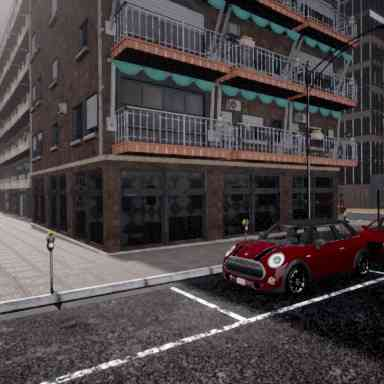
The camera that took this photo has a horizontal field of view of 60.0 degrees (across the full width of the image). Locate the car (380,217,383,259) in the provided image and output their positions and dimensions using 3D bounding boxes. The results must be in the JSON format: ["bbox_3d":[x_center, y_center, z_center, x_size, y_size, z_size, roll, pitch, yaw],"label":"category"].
[{"bbox_3d":[7.198,1.543,11.687,4.507,1.381,1.887,0,-1,-35],"label":"car"}]

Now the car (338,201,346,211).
[{"bbox_3d":[16.482,1.745,40.570,1.967,1.590,4.097,-2,0,-36],"label":"car"}]

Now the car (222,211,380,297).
[{"bbox_3d":[2.697,1.439,8.485,4.097,1.590,1.967,0,-1,-35],"label":"car"}]
